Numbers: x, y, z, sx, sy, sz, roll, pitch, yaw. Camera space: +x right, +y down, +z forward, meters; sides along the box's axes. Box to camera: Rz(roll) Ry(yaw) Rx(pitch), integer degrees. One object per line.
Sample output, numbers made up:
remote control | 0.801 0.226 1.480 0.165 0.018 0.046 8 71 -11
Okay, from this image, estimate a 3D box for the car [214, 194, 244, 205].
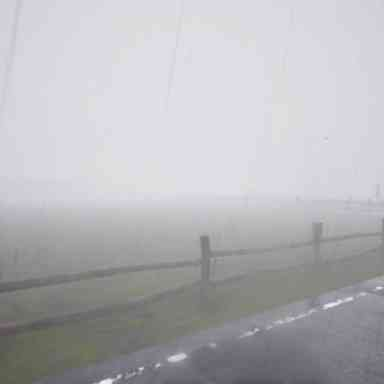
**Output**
car | 5.305 0.997 47.674 1.882 1.535 5.008 1 0 -36
